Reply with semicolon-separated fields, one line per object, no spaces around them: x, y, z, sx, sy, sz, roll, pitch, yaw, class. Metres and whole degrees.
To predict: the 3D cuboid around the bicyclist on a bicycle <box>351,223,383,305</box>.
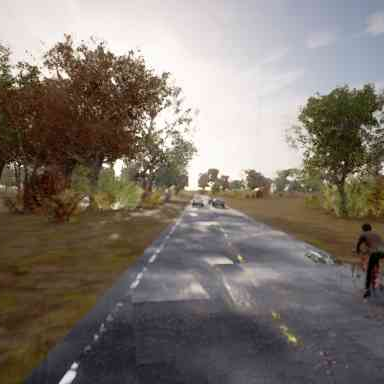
3.926;1.530;7.360;0.582;1.620;1.656;1;0;1;bicyclist on a bicycle

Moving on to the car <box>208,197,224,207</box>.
4.132;1.660;53.280;2.128;1.511;4.902;1;0;1;car

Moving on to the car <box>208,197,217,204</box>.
4.413;1.789;72.109;1.895;1.301;4.718;1;0;1;car

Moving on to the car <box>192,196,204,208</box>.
0.917;1.717;50.867;1.895;1.301;4.718;1;0;2;car
